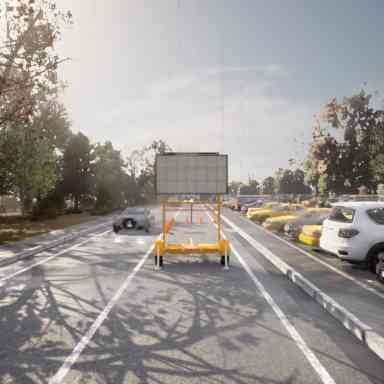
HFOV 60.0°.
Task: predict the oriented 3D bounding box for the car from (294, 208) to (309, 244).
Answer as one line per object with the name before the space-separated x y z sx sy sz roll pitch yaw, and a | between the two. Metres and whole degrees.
car | 7.053 1.568 12.992 5.366 1.575 1.946 0 0 0

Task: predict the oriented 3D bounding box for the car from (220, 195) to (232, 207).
car | 6.973 1.627 49.073 5.366 1.575 1.946 0 0 0

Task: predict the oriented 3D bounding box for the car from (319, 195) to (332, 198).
car | 20.164 1.341 43.330 5.566 2.045 2.435 0 0 0

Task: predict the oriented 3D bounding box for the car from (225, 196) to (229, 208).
car | 7.085 1.630 43.520 4.792 1.488 2.163 0 0 0

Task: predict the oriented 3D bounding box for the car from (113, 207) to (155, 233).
car | -3.331 1.596 19.681 1.994 1.385 4.181 0 0 0

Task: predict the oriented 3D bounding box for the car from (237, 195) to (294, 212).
car | 7.055 1.418 32.418 4.553 1.767 2.185 0 0 0

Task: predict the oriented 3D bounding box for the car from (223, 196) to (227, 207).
car | 7.107 1.645 46.296 4.792 1.488 2.163 0 0 0

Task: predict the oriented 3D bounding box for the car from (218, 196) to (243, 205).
car | 7.239 1.579 62.953 4.553 1.767 2.185 0 0 0

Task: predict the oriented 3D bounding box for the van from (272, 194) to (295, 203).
van | 20.323 1.530 73.935 4.442 1.987 1.878 0 -1 0

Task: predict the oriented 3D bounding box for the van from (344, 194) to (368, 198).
van | 20.264 1.337 37.789 4.442 1.987 1.878 0 0 0

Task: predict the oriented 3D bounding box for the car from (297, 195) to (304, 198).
car | 20.286 1.692 54.535 4.674 1.452 2.002 0 0 0

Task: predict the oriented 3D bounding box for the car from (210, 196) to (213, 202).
car | 7.389 1.513 74.057 5.566 2.045 2.435 0 0 0

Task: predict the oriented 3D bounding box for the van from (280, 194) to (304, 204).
van | 20.512 1.500 68.386 4.442 1.987 1.878 0 0 0

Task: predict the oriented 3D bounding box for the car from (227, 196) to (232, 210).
car | 7.062 1.615 40.744 4.792 1.488 2.163 0 0 0

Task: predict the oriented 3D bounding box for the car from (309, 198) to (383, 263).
car | 6.873 1.329 10.216 5.566 2.045 2.435 0 0 0

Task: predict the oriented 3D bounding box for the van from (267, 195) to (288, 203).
van | 20.366 1.630 79.326 4.442 1.987 1.878 0 -1 0

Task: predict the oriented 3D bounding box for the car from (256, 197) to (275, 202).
car | 20.591 2.155 93.292 5.008 1.535 2.097 0 -1 0

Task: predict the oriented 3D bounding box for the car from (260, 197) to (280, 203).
car | 20.544 2.035 87.628 4.892 1.521 2.231 0 -1 0

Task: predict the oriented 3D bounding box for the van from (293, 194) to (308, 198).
van | 20.422 1.441 57.306 4.442 1.987 1.878 0 0 0

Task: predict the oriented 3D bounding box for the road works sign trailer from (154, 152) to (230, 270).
road works sign trailer | -0.017 0.480 11.138 2.380 3.560 2.880 0 0 -1

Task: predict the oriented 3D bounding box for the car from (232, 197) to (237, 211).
car | 7.076 1.586 35.191 4.792 1.488 2.163 0 0 0

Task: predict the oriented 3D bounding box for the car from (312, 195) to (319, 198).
car | 20.187 1.356 46.100 5.566 2.045 2.435 0 0 0

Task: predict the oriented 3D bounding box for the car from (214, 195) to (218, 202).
car | 7.041 1.672 57.401 5.366 1.575 1.946 0 0 0

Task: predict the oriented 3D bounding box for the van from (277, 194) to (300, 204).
van | 20.533 1.514 71.031 4.442 1.987 1.878 0 0 0

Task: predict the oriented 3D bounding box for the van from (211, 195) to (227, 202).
van | 7.634 1.939 93.469 4.442 1.987 1.878 0 -1 0

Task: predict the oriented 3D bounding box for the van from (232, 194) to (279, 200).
van | 7.186 1.345 37.968 4.442 1.987 1.878 0 0 0

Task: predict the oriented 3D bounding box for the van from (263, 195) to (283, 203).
van | 20.645 1.749 84.862 4.442 1.987 1.878 0 -1 0

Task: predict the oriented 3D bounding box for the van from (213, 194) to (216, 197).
van | 7.221 1.523 71.282 4.442 1.987 1.878 0 0 0

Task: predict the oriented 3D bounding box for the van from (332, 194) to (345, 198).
van | 20.053 1.352 40.562 4.442 1.987 1.878 0 0 0

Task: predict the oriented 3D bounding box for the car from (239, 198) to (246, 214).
car | 6.996 1.536 29.639 4.892 1.521 2.231 0 0 0

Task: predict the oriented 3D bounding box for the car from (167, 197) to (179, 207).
car | -3.078 1.638 54.255 1.882 1.535 5.008 0 0 0

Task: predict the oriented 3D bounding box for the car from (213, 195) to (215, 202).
car | 7.288 1.719 65.728 5.008 1.535 2.097 0 0 0

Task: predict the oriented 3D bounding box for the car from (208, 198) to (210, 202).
car | 7.500 2.105 90.689 5.008 1.535 2.097 0 -1 0

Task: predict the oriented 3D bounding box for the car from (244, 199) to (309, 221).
car | 6.773 1.533 24.220 5.366 1.575 1.946 0 0 0

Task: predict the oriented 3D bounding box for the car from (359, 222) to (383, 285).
car | 6.828 1.590 7.441 5.008 1.535 2.097 0 0 0

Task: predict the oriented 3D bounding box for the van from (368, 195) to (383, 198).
van | 19.995 1.310 32.236 4.442 1.987 1.878 0 0 0

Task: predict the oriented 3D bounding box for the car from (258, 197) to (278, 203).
car | 20.568 2.093 90.397 5.008 1.535 2.097 0 -1 0

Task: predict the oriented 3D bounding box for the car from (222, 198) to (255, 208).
car | 7.188 1.646 51.848 4.892 1.521 2.231 0 0 0

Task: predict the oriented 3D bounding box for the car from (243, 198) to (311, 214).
car | 7.165 1.530 26.870 5.366 1.575 1.946 0 0 0

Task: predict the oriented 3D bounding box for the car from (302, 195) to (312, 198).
car | 20.254 1.636 51.640 5.008 1.535 2.097 0 0 0

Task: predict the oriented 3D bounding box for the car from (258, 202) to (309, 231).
car | 6.727 1.549 18.547 5.366 1.575 1.946 0 0 0

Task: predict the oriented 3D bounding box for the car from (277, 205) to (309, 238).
car | 6.896 1.563 15.770 4.892 1.521 2.231 0 0 0
